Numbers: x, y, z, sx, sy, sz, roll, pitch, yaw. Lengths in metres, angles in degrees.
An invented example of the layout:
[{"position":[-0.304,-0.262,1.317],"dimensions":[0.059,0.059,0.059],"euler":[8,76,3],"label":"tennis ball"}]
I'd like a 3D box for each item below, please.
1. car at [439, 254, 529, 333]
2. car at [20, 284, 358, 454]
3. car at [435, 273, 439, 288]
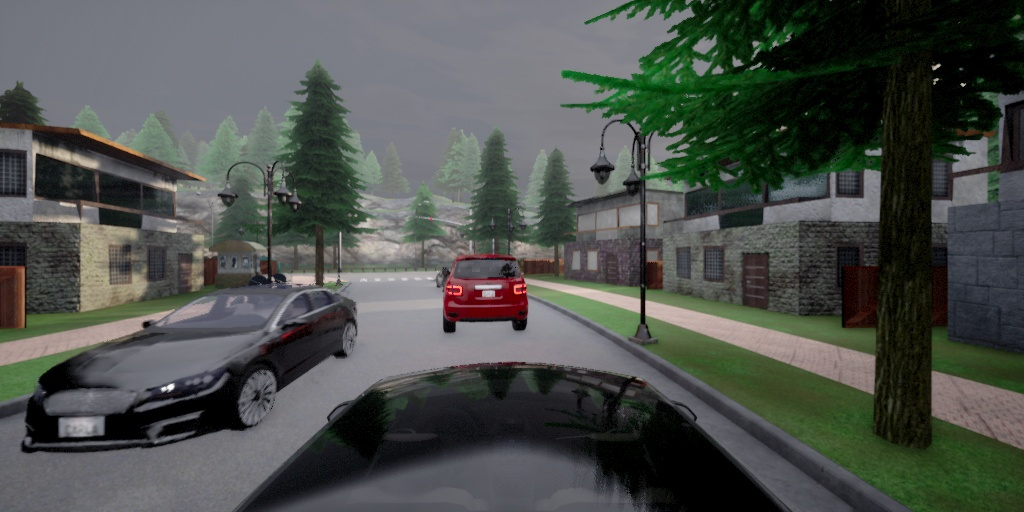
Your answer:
[{"position":[-0.947,0.968,10.987],"dimensions":[2.150,2.045,5.566],"euler":[0,0,-9],"label":"car"},{"position":[-3.981,1.240,5.598],"dimensions":[2.128,1.511,4.902],"euler":[0,0,-5],"label":"car"},{"position":[-3.359,1.290,21.172],"dimensions":[2.033,1.411,5.357],"euler":[0,0,-18],"label":"car"}]
